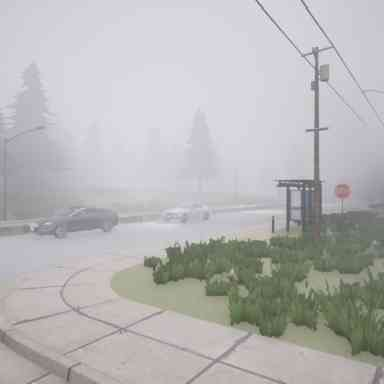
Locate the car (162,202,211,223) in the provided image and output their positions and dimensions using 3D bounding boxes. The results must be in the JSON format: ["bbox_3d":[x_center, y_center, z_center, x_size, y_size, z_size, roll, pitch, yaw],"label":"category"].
[{"bbox_3d":[-0.305,1.526,25.833,1.812,1.442,4.674,0,0,36],"label":"car"}]

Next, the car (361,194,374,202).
[{"bbox_3d":[40.428,1.355,76.459,2.097,1.767,4.553,0,0,36],"label":"car"}]

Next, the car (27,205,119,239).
[{"bbox_3d":[-6.150,1.492,17.760,2.128,1.511,4.902,0,0,36],"label":"car"}]
